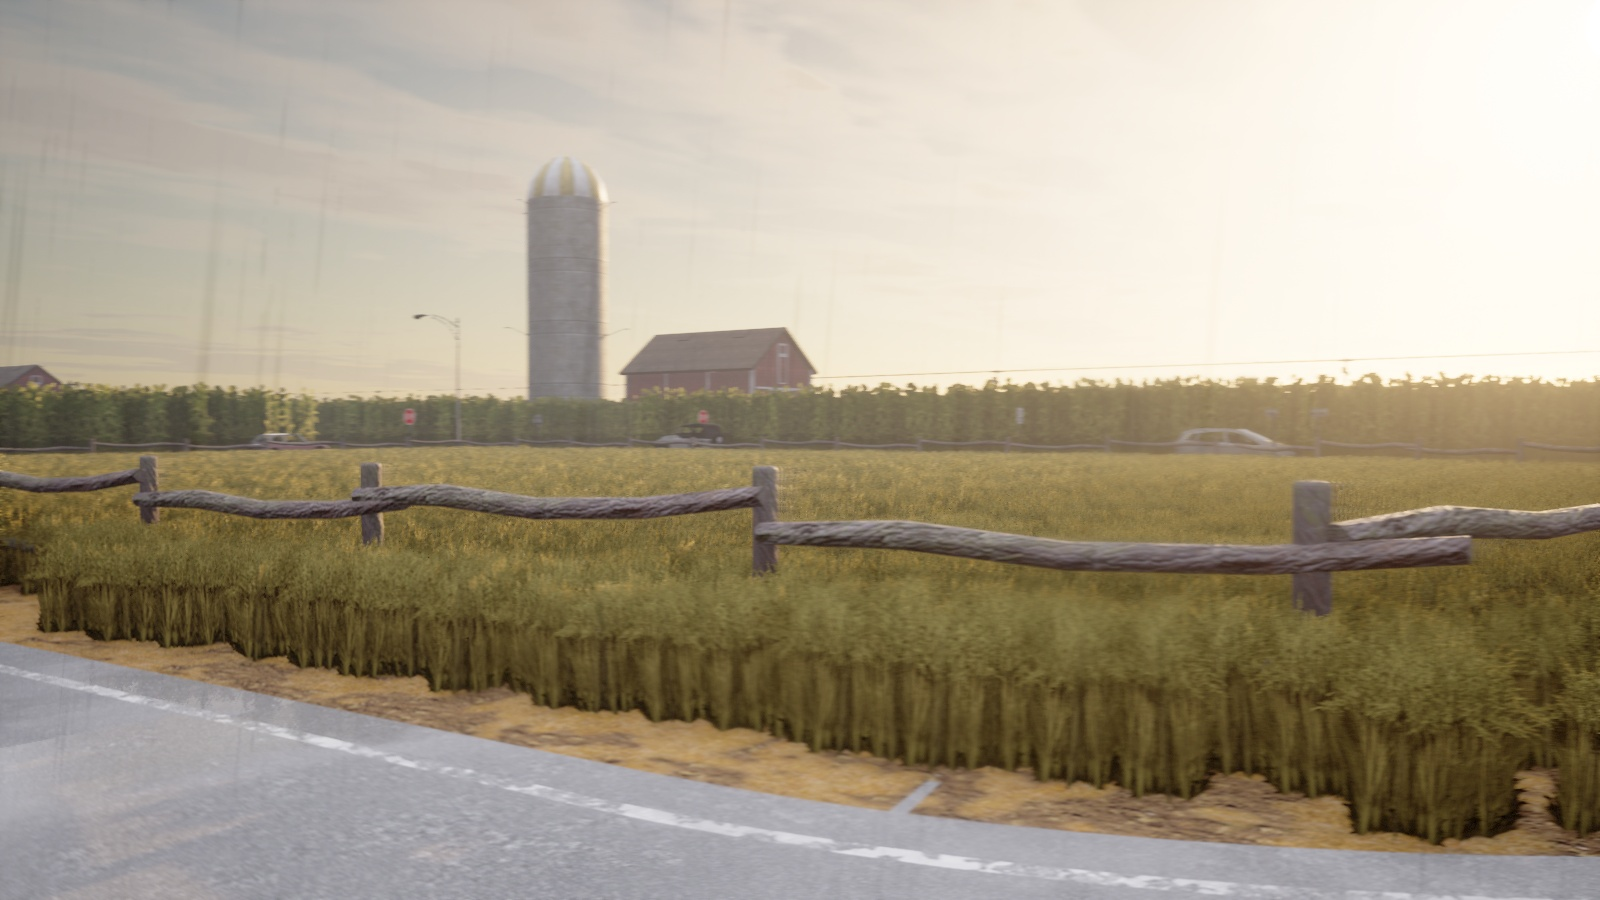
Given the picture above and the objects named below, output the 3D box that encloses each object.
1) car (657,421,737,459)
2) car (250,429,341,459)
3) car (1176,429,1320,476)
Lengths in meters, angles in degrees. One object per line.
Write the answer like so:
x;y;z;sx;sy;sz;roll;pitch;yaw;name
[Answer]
-5.475;-0.550;66.592;3.866;1.878;1.905;2;1;35;car
-25.311;-0.333;63.100;1.970;1.475;3.806;1;1;35;car
16.698;0.054;46.884;4.611;1.667;2.242;1;1;36;car
